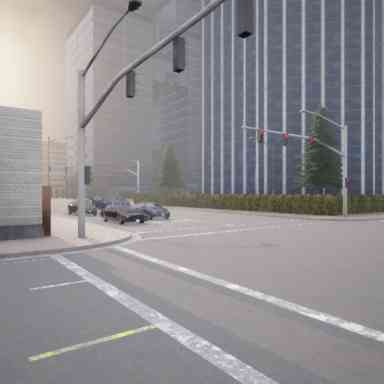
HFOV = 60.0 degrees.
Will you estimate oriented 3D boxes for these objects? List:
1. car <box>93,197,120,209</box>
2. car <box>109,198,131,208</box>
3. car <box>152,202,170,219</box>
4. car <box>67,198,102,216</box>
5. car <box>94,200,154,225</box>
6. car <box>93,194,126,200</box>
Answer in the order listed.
[{"bbox_3d":[-12.203,1.547,47.167,2.128,1.511,4.902,0,0,-36],"label":"car"},{"bbox_3d":[-11.274,1.619,51.872,1.994,1.385,4.181,0,0,-36],"label":"car"},{"bbox_3d":[-3.711,1.581,29.045,1.812,1.442,4.674,0,0,-36],"label":"car"},{"bbox_3d":[-10.975,1.560,33.141,1.837,1.490,4.892,0,0,-36],"label":"car"},{"bbox_3d":[-5.305,1.603,25.232,2.033,1.411,5.357,0,0,-36],"label":"car"},{"bbox_3d":[-9.374,1.277,36.917,2.150,2.045,5.566,0,0,-36],"label":"car"}]
